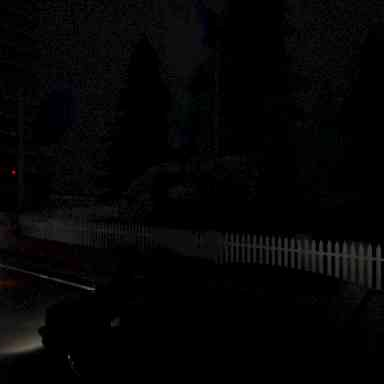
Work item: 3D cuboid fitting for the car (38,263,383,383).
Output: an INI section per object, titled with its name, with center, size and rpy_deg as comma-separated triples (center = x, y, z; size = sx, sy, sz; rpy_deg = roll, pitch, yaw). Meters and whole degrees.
[car]
center = 0.574, 1.547, 3.585
size = 5.357, 1.411, 2.033
rpy_deg = 0, 0, 36
